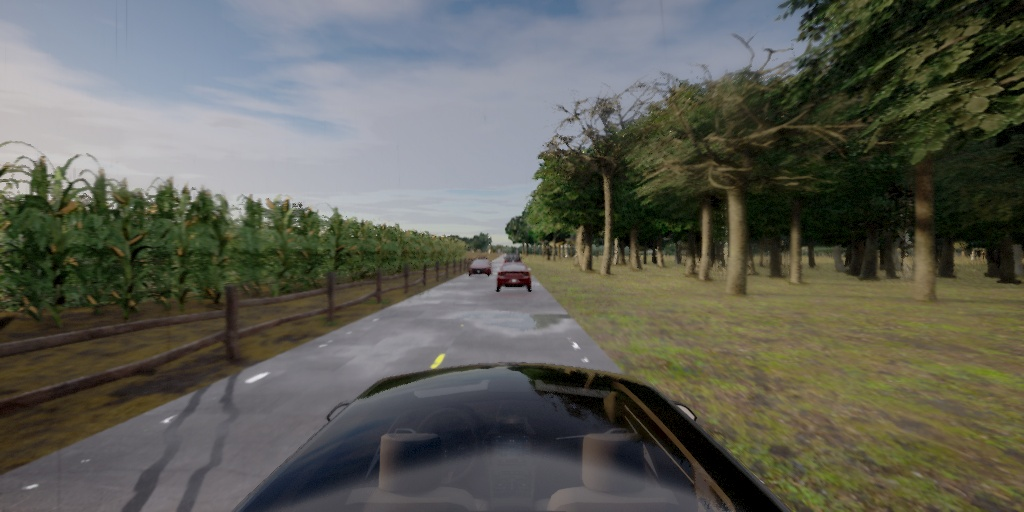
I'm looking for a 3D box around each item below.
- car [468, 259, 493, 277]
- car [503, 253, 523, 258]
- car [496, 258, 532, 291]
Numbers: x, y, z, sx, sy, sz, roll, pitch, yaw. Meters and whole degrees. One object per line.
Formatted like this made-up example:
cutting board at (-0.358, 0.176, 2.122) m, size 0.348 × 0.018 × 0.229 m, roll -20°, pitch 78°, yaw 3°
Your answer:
car at (-2.770, 1.005, 32.412) m, size 1.882 × 1.535 × 5.008 m, roll 0°, pitch 0°, yaw 0°
car at (0.112, 0.661, 43.344) m, size 2.150 × 2.045 × 5.566 m, roll 0°, pitch 1°, yaw 0°
car at (0.104, 1.096, 20.823) m, size 1.882 × 1.535 × 5.008 m, roll 0°, pitch 0°, yaw 0°
